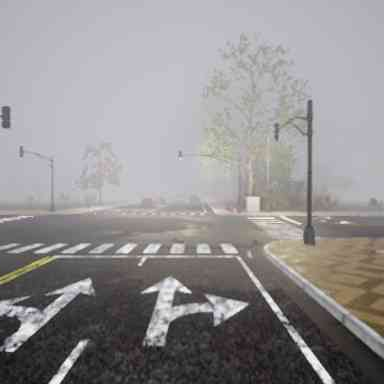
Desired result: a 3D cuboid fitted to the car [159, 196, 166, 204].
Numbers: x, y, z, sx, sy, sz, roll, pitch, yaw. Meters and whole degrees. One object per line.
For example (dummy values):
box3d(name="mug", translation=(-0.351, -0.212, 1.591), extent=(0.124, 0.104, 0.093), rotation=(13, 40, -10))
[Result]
box3d(name="car", translation=(-6.067, 1.606, 64.462), extent=(2.128, 1.511, 4.902), rotation=(0, 0, 1))

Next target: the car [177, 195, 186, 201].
box3d(name="car", translation=(-2.506, 1.564, 82.328), extent=(2.033, 1.411, 5.357), rotation=(0, 0, 1))

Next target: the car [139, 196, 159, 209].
box3d(name="car", translation=(-6.411, 1.570, 47.982), extent=(1.882, 1.535, 5.008), rotation=(0, 0, 1))

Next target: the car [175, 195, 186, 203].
box3d(name="car", translation=(-2.675, 1.712, 72.358), extent=(1.895, 1.301, 4.718), rotation=(0, 0, 1))

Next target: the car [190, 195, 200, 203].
box3d(name="car", translation=(0.573, 1.472, 72.209), extent=(2.097, 1.767, 4.553), rotation=(0, 0, 1))

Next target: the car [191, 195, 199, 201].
box3d(name="car", translation=(0.744, 1.503, 82.273), extent=(1.882, 1.535, 5.008), rotation=(0, 0, 1))
